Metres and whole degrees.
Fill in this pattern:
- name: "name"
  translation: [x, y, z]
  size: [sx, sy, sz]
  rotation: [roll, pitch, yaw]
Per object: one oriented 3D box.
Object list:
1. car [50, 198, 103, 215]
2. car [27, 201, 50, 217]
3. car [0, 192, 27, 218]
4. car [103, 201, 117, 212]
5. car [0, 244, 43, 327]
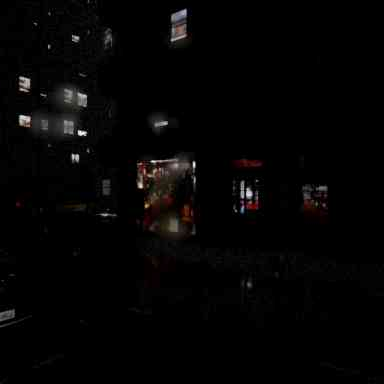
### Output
- name: "car"
  translation: [-10.904, 1.250, 30.513]
  size: [1.752, 1.417, 4.829]
  rotation: [1, 1, 35]
- name: "car"
  translation: [-13.999, 1.350, 26.092]
  size: [2.008, 1.369, 4.403]
  rotation: [1, 1, 35]
- name: "car"
  translation: [-14.260, 1.076, 21.710]
  size: [2.150, 2.045, 5.566]
  rotation: [0, 1, 39]
- name: "car"
  translation: [-6.205, 1.210, 32.724]
  size: [2.033, 1.411, 5.357]
  rotation: [0, 1, 35]
- name: "car"
  translation: [-4.463, 1.551, 6.069]
  size: [4.403, 1.369, 2.008]
  rotation: [0, 0, 36]
